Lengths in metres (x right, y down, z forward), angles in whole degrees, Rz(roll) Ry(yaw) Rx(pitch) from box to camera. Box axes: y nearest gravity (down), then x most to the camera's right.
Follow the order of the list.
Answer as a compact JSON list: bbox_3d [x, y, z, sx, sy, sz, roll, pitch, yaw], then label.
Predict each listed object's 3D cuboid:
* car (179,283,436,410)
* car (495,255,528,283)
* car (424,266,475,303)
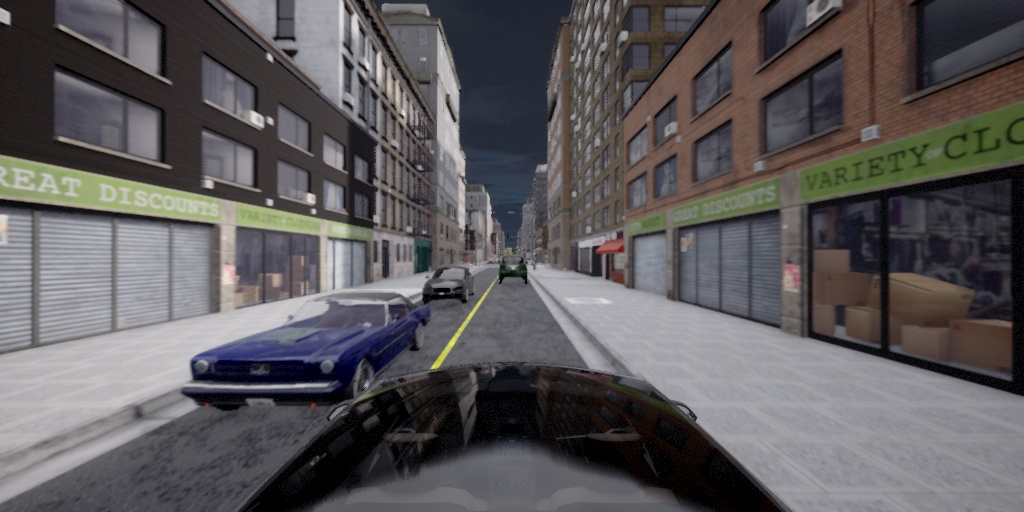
[{"bbox_3d":[-2.843,1.349,6.259,1.895,1.301,4.718,0,0,0],"label":"car"},{"bbox_3d":[0.093,0.969,27.983,2.150,2.045,5.566,0,0,0],"label":"car"},{"bbox_3d":[-2.803,1.251,16.725,1.837,1.490,4.892,0,0,0],"label":"car"}]
